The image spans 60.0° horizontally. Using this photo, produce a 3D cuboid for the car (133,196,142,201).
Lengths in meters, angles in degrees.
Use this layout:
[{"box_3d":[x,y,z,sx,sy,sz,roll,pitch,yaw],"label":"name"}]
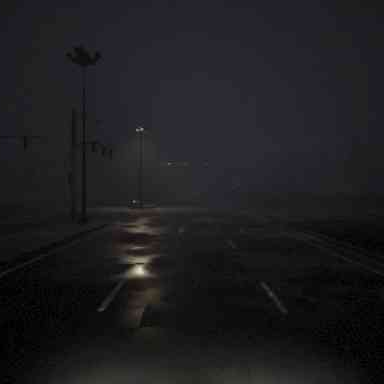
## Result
[{"box_3d":[-14.888,1.787,91.261,1.895,1.301,4.718,0,0,0],"label":"car"}]
